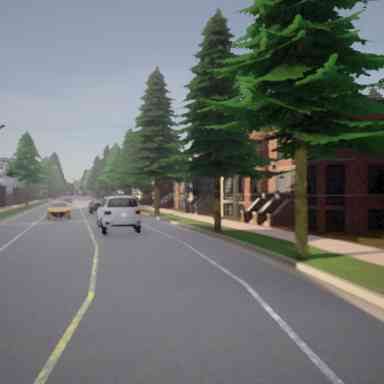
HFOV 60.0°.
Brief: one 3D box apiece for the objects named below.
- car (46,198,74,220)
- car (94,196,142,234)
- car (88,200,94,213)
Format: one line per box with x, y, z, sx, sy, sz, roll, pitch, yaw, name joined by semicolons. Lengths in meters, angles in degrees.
-11.470;1.548;28.877;1.882;1.535;5.008;0;0;-19;car
-4.441;1.254;19.947;2.150;2.045;5.566;0;0;-19;car
-10.641;1.597;37.618;1.812;1.442;4.674;0;0;-19;car
